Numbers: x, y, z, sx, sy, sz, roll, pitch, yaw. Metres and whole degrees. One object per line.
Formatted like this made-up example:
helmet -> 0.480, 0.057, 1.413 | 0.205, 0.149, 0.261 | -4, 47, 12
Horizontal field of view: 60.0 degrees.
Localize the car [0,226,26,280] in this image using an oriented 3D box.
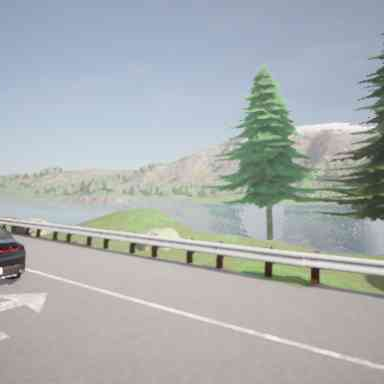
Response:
car -> -6.208, 1.501, 8.745 | 4.892, 1.490, 1.837 | 0, 0, 38
